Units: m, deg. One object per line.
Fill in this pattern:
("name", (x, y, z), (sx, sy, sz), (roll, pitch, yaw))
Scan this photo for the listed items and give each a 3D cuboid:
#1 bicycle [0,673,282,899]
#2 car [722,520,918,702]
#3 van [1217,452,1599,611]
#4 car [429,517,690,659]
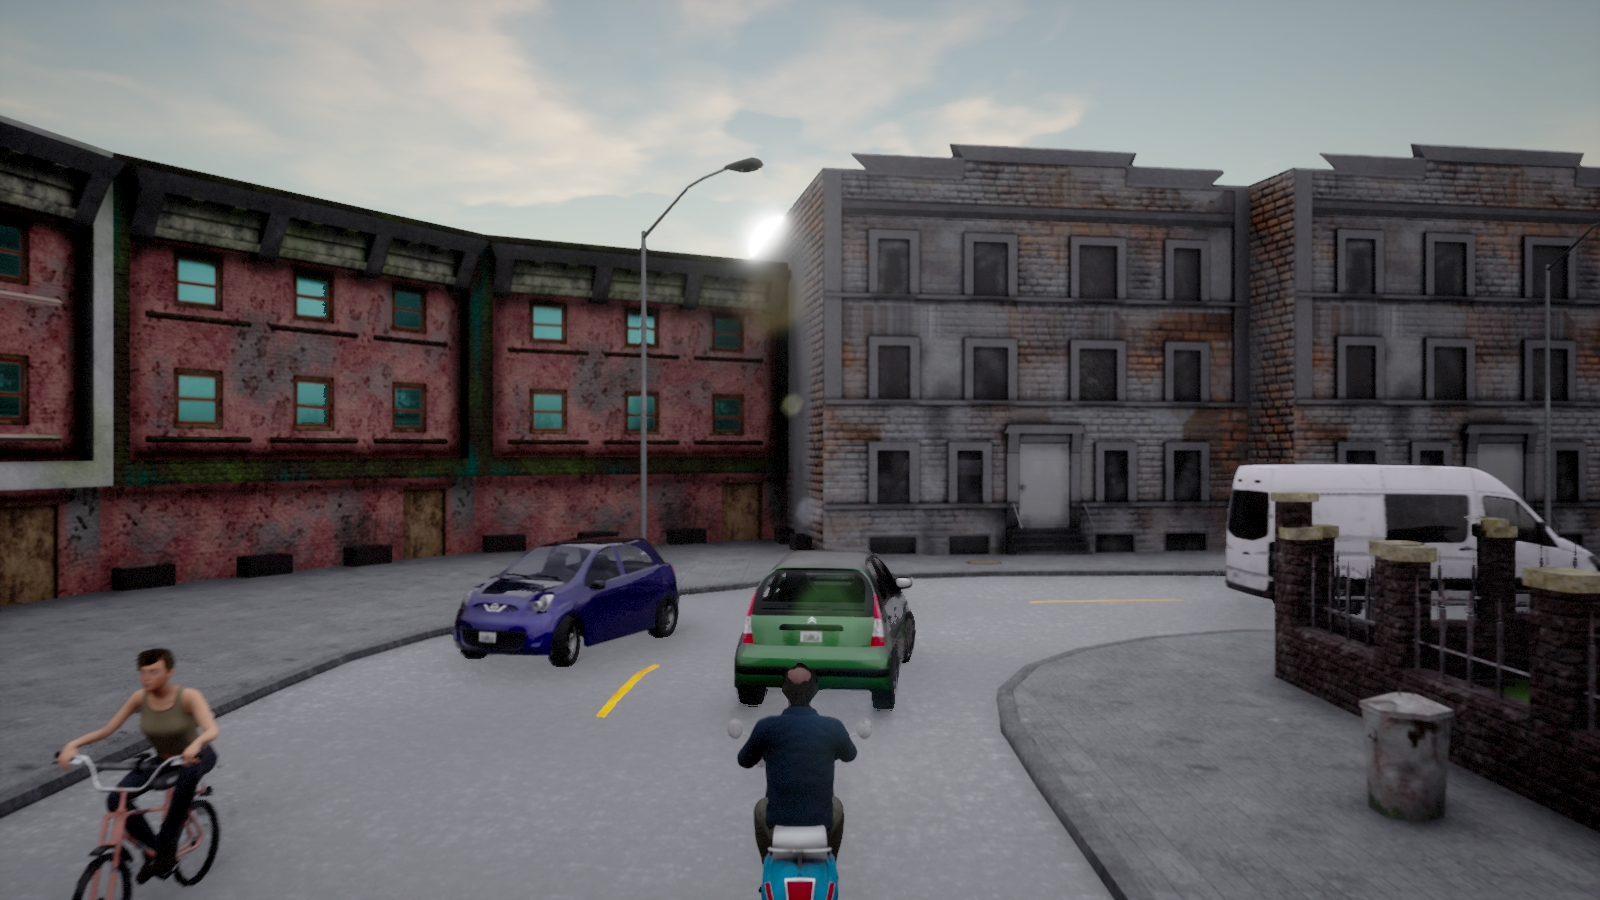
("bicycle", (-3.907, 2.037, 6.886), (0.859, 1.080, 1.487), (0, 1, 1))
("car", (0.399, 1.781, 13.863), (1.851, 1.617, 3.988), (0, 0, 9))
("van", (10.443, 1.314, 19.518), (5.915, 2.561, 1.988), (0, 0, -2))
("car", (-3.238, 1.820, 16.099), (1.845, 1.501, 3.633), (0, 0, 23))
